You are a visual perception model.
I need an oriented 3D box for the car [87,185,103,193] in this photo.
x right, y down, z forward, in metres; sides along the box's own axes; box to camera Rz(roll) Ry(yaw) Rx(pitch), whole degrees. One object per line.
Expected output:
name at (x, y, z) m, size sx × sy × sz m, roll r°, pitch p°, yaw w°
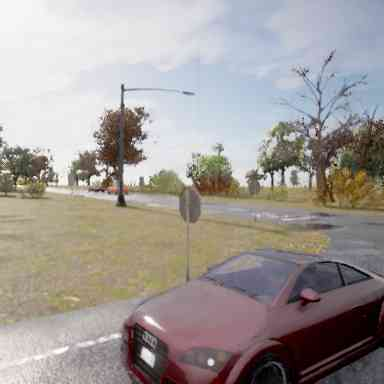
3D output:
car at (-17.283, -0.536, 60.080) m, size 1.895 × 1.301 × 4.718 m, roll 0°, pitch 2°, yaw -35°

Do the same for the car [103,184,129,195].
car at (-11.677, -0.474, 52.213) m, size 2.097 × 1.767 × 4.553 m, roll 0°, pitch 2°, yaw -35°

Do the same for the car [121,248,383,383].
car at (1.160, 1.560, 4.686) m, size 4.181 × 1.385 × 1.994 m, roll 0°, pitch 0°, yaw -35°
